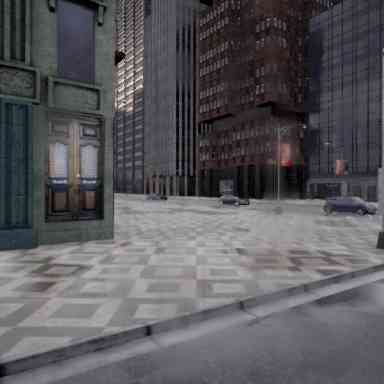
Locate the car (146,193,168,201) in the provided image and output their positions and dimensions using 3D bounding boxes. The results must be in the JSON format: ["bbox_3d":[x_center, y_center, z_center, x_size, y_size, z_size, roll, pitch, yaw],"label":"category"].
[{"bbox_3d":[-6.277,0.890,59.137,2.033,1.411,5.357,0,1,-35],"label":"car"}]

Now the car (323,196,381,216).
[{"bbox_3d":[14.271,1.135,29.793,2.097,1.767,4.553,0,1,-35],"label":"car"}]

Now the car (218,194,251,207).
[{"bbox_3d":[5.329,1.088,42.494,1.837,1.490,4.892,0,1,-35],"label":"car"}]
